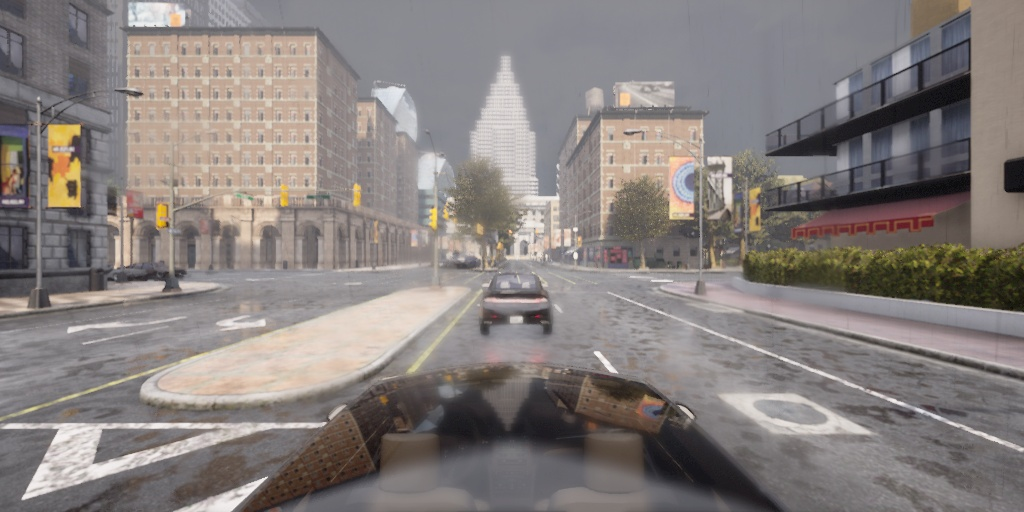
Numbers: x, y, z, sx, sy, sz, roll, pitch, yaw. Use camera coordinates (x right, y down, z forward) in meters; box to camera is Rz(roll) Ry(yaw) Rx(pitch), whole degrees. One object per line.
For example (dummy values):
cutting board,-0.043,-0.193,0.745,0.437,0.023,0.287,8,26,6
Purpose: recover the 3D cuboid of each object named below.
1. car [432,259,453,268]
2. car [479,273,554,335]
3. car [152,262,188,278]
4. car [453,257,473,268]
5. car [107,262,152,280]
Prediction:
car,-11.508,1.221,60.689,2.128,1.511,4.902,0,0,0
car,0.106,1.238,10.555,2.128,1.511,4.902,0,0,0
car,-33.845,1.286,33.677,5.357,1.411,2.033,0,0,0
car,-8.018,1.331,59.241,1.895,1.301,4.718,0,0,0
car,-33.823,1.341,30.178,4.718,1.301,1.895,0,0,0
